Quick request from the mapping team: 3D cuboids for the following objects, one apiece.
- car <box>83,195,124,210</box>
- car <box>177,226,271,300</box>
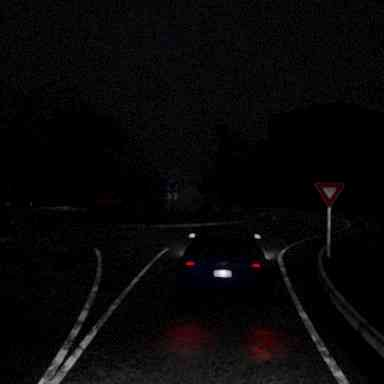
[{"bbox_3d":[-10.388,1.104,39.213,4.553,1.767,2.097,1,2,-28],"label":"car"},{"bbox_3d":[0.820,1.561,8.472,1.994,1.385,4.181,0,0,6],"label":"car"}]
